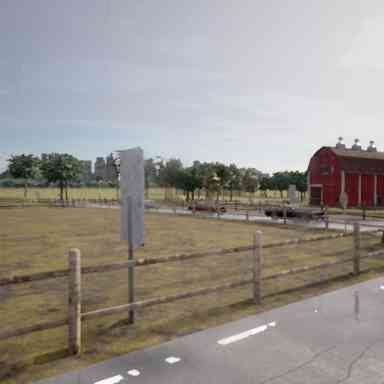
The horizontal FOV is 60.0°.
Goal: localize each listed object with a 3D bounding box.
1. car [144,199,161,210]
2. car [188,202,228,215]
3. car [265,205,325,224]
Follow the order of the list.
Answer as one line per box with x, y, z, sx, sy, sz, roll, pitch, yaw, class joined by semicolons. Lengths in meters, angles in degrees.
-6.018;1.732;46.104;1.812;1.442;4.674;-1;0;-35;car
1.657;1.714;35.250;1.895;1.301;4.718;-1;0;-35;car
8.110;1.682;26.180;1.895;1.301;4.718;-1;0;-36;car
